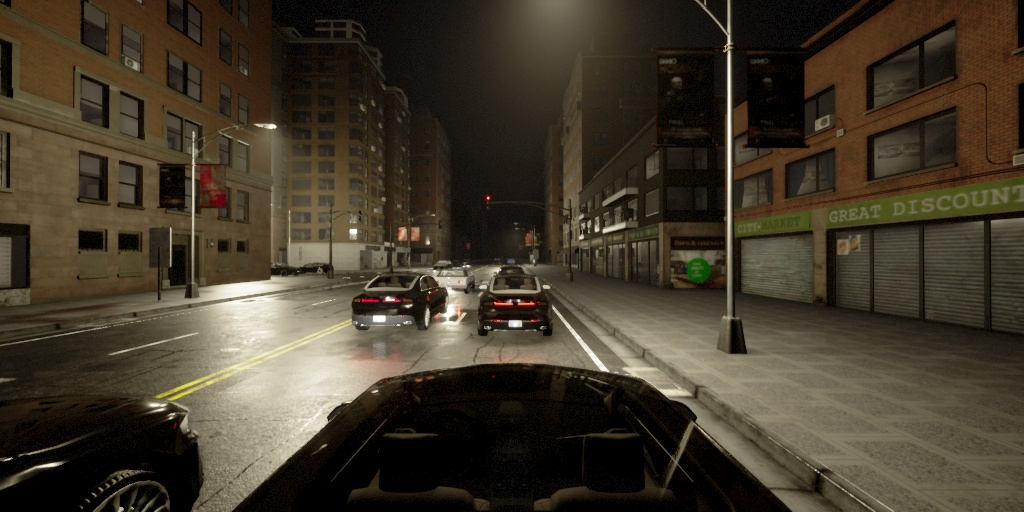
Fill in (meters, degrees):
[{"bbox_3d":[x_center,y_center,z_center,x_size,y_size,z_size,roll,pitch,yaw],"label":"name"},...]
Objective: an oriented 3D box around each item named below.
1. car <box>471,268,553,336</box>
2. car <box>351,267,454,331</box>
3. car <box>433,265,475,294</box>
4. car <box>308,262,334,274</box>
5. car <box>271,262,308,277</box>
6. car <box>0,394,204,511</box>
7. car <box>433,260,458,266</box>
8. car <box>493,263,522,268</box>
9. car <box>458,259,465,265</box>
[{"bbox_3d":[0.081,1.256,10.387,1.837,1.490,4.892,0,0,0],"label":"car"},{"bbox_3d":[-3.170,1.256,10.978,1.837,1.490,4.892,0,0,0],"label":"car"},{"bbox_3d":[-3.189,1.353,20.290,1.895,1.301,4.718,0,0,0],"label":"car"},{"bbox_3d":[-22.227,1.346,40.053,4.313,1.339,1.948,0,0,0],"label":"car"},{"bbox_3d":[-22.610,1.315,34.572,4.181,1.385,1.994,0,0,0],"label":"car"},{"bbox_3d":[-3.153,1.241,0.582,2.128,1.511,4.902,0,0,0],"label":"car"},{"bbox_3d":[-9.918,1.317,52.220,2.033,1.411,5.357,0,0,4],"label":"car"},{"bbox_3d":[-0.035,1.278,19.644,1.812,1.442,4.674,0,0,0],"label":"car"},{"bbox_3d":[-9.939,1.342,63.162,1.994,1.385,4.181,0,0,0],"label":"car"}]
